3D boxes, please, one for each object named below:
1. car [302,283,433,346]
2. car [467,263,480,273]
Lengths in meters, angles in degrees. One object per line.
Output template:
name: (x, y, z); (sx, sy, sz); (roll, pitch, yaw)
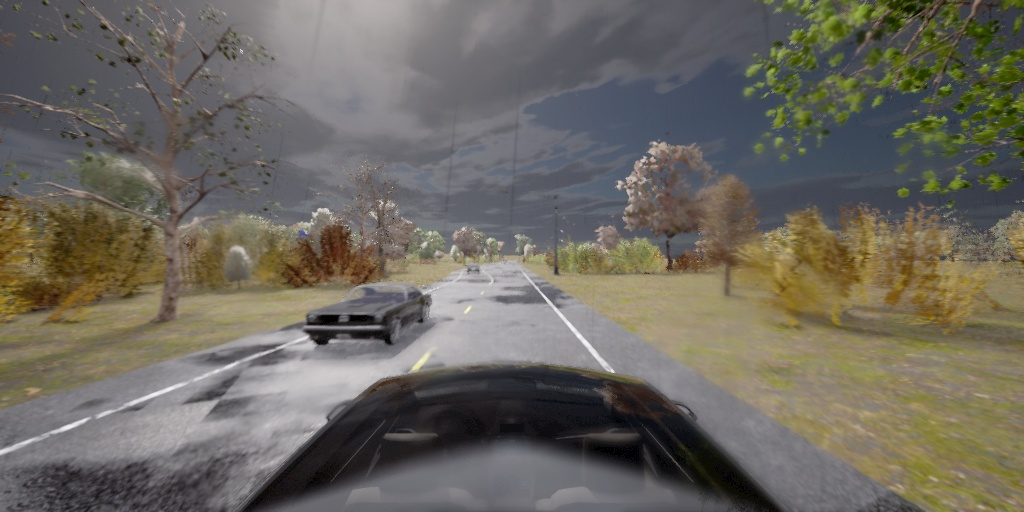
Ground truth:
car: (-3.601, 1.442, 9.877); (1.895, 1.301, 4.718); (0, -1, 0)
car: (-5.684, 1.759, 52.789); (2.128, 1.511, 4.902); (0, -1, -7)
